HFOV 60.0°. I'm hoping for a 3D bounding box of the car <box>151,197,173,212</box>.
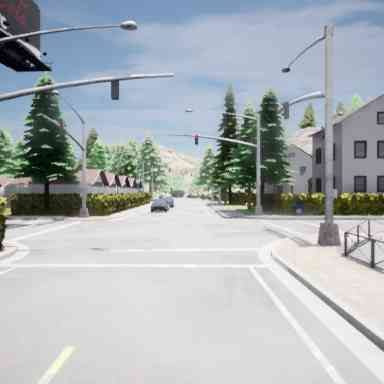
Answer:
[{"bbox_3d":[-3.623,1.539,38.459,2.033,1.411,5.357,0,0,0],"label":"car"}]
